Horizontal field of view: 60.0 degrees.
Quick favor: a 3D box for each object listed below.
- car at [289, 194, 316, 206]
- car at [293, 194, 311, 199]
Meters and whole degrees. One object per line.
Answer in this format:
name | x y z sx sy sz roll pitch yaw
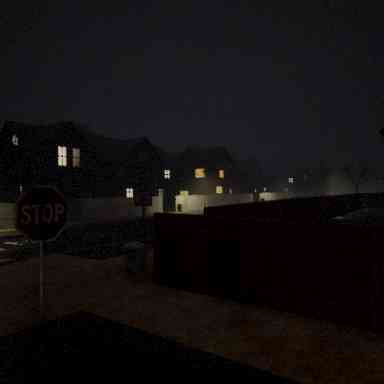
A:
car | 15.277 1.049 45.875 2.033 1.411 5.357 -1 0 35
car | 12.513 1.075 37.250 2.033 1.411 5.357 -1 0 35
